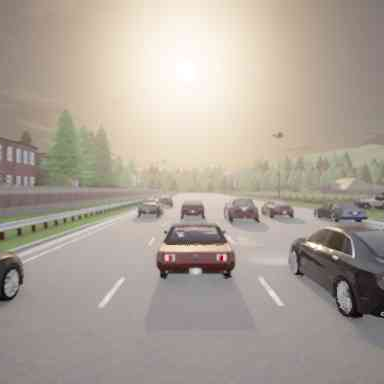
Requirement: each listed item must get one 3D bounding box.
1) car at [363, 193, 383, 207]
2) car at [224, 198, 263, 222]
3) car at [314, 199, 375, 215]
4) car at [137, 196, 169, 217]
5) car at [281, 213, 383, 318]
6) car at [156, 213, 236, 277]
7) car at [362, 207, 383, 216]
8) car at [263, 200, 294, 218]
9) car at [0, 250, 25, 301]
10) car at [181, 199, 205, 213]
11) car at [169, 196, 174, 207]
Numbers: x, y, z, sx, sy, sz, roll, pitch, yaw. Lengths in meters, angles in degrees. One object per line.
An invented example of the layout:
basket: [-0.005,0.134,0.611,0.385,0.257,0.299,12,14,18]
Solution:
car: [19.372,1.006,35.445,3.866,1.878,1.905,0,0,0]
car: [3.564,1.210,24.800,2.097,1.767,4.553,0,0,0]
car: [10.566,1.407,24.051,2.033,1.411,5.357,0,0,0]
car: [-3.500,1.330,28.832,2.128,1.511,4.902,0,0,0]
car: [3.591,1.462,7.275,1.837,1.490,4.892,0,0,0]
car: [0.086,1.544,9.955,1.895,1.301,4.718,0,0,0]
car: [7.088,1.422,9.341,1.882,1.535,5.008,0,0,0]
car: [7.062,1.366,27.652,1.812,1.442,4.674,0,0,0]
car: [-4.557,1.476,5.304,1.837,1.490,4.892,0,0,0]
car: [0.063,1.319,27.909,1.882,1.535,5.008,0,0,0]
car: [-3.509,1.249,45.524,1.837,1.490,4.892,0,1,0]
